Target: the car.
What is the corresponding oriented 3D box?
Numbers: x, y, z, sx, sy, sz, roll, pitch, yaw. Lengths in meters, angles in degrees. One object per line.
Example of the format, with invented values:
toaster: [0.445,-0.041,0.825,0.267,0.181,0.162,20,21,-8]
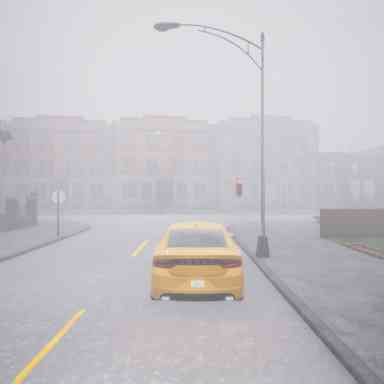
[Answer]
car: [0.107,1.478,8.375,1.882,1.535,5.008,0,0,0]
